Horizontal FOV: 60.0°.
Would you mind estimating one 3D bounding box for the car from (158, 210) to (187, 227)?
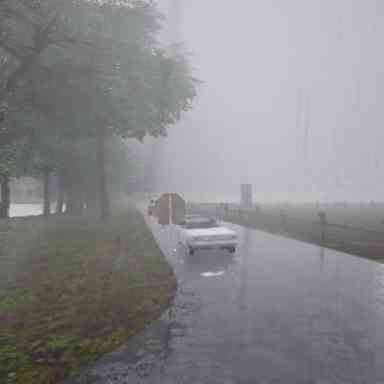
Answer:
[{"bbox_3d":[-1.591,1.796,25.908,1.837,1.490,4.892,-1,0,-10],"label":"car"}]

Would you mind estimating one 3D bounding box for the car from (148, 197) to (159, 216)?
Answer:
[{"bbox_3d":[-4.103,1.714,40.120,2.150,2.045,5.566,-1,1,-10],"label":"car"}]

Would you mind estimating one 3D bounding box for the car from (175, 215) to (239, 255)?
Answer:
[{"bbox_3d":[0.472,1.744,14.272,1.895,1.301,4.718,-1,0,-10],"label":"car"}]
